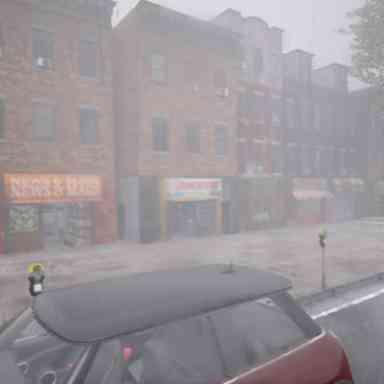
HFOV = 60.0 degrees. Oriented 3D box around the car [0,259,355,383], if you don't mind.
[{"bbox_3d":[-0.689,1.435,2.331,4.097,1.590,1.967,-1,0,-35],"label":"car"}]
